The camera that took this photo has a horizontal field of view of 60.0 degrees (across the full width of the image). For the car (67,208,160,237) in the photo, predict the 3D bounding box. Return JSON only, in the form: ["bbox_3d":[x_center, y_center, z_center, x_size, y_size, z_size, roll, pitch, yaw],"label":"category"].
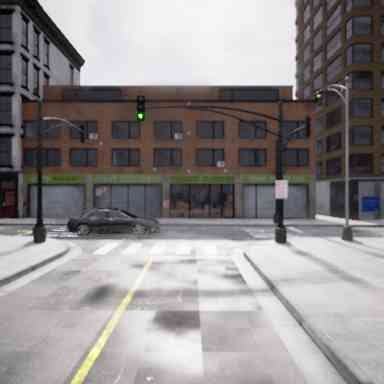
[{"bbox_3d":[-4.181,1.637,18.009,4.892,1.490,1.837,0,0,0],"label":"car"}]
